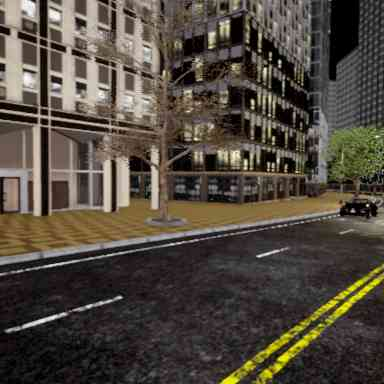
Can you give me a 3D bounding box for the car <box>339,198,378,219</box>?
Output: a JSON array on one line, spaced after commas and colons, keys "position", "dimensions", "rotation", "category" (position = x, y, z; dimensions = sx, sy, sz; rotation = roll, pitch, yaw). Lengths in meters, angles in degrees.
[{"position": [12.665, 1.193, 25.135], "dimensions": [1.994, 1.385, 4.181], "rotation": [2, 2, 39], "category": "car"}]
